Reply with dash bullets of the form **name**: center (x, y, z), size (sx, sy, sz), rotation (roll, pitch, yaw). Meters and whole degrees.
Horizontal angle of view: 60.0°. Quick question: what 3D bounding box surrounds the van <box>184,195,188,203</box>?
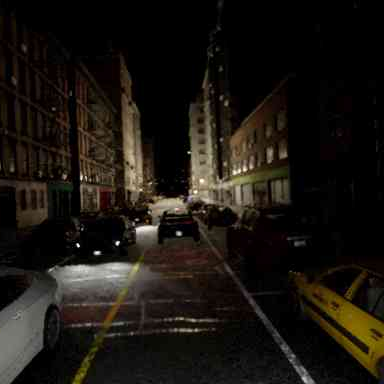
- **van**: center (0.205, 1.448, 49.440), size (1.690, 1.788, 3.998), rotation (-3, 0, -3)

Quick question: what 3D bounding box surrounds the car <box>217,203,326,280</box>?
- **car**: center (2.271, 1.235, 9.742), size (2.192, 1.841, 5.009), rotation (-3, 0, -3)

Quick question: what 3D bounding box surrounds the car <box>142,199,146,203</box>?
- **car**: center (-7.502, 2.026, 43.355), size (1.802, 1.307, 4.206), rotation (-3, 0, -3)

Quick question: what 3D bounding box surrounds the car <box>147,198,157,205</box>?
- **car**: center (-9.273, 2.122, 77.207), size (1.752, 1.417, 4.829), rotation (-3, 0, -3)

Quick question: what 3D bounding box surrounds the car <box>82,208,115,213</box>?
- **car**: center (-6.318, 1.883, 20.672), size (1.887, 1.381, 4.507), rotation (-3, 0, -3)

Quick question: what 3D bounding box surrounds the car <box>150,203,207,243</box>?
- **car**: center (-0.704, 1.565, 16.605), size (2.128, 1.511, 4.902), rotation (-3, 0, -3)

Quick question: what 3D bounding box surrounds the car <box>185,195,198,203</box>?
- **car**: center (0.505, 1.520, 43.769), size (1.967, 1.590, 4.097), rotation (-3, 0, -3)

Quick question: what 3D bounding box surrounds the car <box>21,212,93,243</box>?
- **car**: center (-6.021, 1.877, 15.002), size (1.947, 1.339, 4.313), rotation (-3, 0, -3)

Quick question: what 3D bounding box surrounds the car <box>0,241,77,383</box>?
- **car**: center (-2.890, 1.666, 3.585), size (1.812, 1.442, 4.674), rotation (-3, 0, -3)

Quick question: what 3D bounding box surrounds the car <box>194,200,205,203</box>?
- **car**: center (1.397, 1.583, 26.755), size (1.802, 1.307, 4.206), rotation (-3, 0, -3)

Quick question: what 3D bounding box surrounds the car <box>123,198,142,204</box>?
- **car**: center (-7.212, 1.858, 37.684), size (1.967, 1.590, 4.097), rotation (-3, 0, -3)

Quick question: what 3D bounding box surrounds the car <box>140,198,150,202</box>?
- **car**: center (-7.799, 2.036, 49.025), size (1.947, 1.339, 4.313), rotation (-3, 0, -3)

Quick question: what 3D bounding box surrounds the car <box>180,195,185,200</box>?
- **car**: center (-0.682, 1.498, 66.454), size (2.192, 1.841, 5.009), rotation (-3, 0, -3)

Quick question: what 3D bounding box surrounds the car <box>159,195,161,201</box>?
- **car**: center (-9.587, 1.937, 83.049), size (2.192, 1.841, 5.009), rotation (-3, 0, -3)

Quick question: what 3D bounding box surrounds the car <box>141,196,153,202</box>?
- **car**: center (-8.106, 1.811, 54.696), size (2.192, 1.841, 5.009), rotation (-3, 0, -3)

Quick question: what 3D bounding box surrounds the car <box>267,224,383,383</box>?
- **car**: center (2.567, 1.419, 4.240), size (1.752, 1.417, 4.829), rotation (-3, 0, -3)

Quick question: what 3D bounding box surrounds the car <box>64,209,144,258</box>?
- **car**: center (-3.445, 1.739, 14.166), size (2.033, 1.411, 5.357), rotation (-3, 0, -3)

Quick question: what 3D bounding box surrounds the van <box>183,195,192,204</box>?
- **van**: center (-0.976, 1.549, 72.125), size (1.690, 1.788, 3.998), rotation (-3, 0, -3)

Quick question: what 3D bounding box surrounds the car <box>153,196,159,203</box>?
- **car**: center (-8.994, 1.888, 71.708), size (2.192, 1.841, 5.009), rotation (-3, 0, -3)

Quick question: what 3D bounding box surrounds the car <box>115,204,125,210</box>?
- **car**: center (-6.613, 1.947, 26.343), size (1.802, 1.307, 4.206), rotation (-3, 0, -3)

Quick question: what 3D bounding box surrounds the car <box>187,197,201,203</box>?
- **car**: center (0.805, 1.599, 38.098), size (1.887, 1.381, 4.507), rotation (-3, 0, -3)

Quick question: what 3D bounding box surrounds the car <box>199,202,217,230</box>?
- **car**: center (1.691, 1.519, 21.084), size (1.887, 1.381, 4.507), rotation (-3, 0, -3)

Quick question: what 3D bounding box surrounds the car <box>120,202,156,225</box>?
- **car**: center (-4.030, 1.810, 25.867), size (1.994, 1.385, 4.181), rotation (-3, 0, -3)

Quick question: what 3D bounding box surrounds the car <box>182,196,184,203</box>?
- **car**: center (-0.081, 1.683, 55.111), size (2.008, 1.369, 4.403), rotation (-3, 0, -3)
